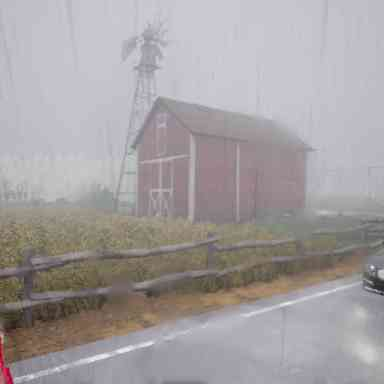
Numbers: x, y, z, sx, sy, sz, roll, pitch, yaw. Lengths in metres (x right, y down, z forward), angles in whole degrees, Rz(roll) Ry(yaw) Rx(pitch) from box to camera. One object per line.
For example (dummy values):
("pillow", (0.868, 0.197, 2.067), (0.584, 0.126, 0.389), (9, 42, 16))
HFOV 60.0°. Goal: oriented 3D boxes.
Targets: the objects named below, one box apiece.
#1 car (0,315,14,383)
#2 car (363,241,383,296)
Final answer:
("car", (-3.670, 1.196, 0.994), (5.566, 2.045, 2.150), (1, -1, -36))
("car", (5.949, 1.602, 7.881), (4.902, 1.511, 2.128), (1, 0, -36))
